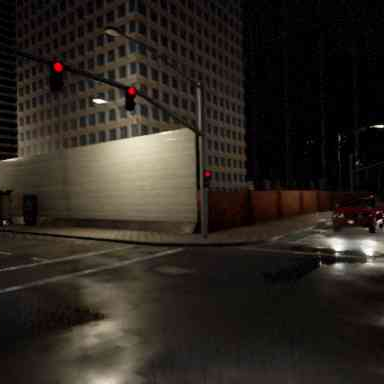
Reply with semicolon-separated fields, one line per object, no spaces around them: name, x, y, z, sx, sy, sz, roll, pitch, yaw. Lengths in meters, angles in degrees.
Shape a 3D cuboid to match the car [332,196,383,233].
car;10.244;1.258;20.278;2.150;2.045;5.566;-2;-1;37
